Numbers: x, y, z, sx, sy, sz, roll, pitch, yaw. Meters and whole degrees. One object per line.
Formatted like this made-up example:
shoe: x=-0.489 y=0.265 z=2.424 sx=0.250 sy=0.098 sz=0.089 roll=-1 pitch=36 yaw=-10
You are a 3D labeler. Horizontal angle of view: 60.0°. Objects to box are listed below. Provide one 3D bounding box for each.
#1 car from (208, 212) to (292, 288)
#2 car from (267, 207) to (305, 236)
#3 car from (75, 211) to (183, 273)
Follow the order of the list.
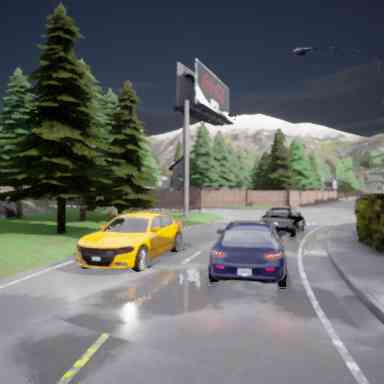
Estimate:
car: x=1.610 y=1.506 z=9.206 sx=1.812 sy=1.442 sz=4.674 roll=0 pitch=0 yaw=13
car: x=4.969 y=1.530 z=18.267 sx=1.994 sy=1.385 sz=4.181 roll=0 pitch=0 yaw=26
car: x=-1.793 y=1.447 z=10.980 sx=1.882 sy=1.535 sz=5.008 roll=0 pitch=0 yaw=16
